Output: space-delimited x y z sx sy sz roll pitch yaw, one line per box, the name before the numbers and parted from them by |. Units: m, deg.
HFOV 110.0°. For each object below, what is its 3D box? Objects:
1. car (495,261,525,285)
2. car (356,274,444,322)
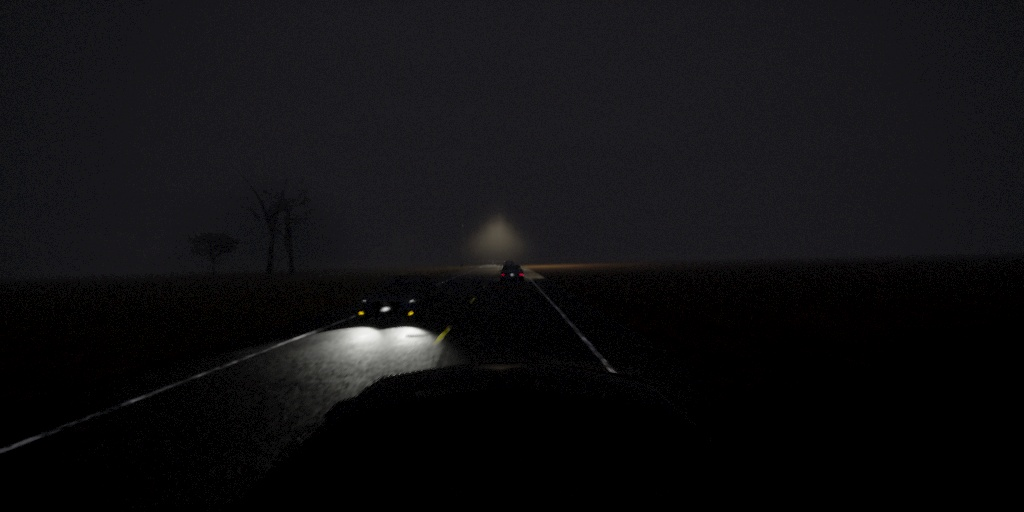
car | -0.007 1.332 26.872 2.033 1.411 5.357 0 0 0
car | -3.617 1.331 12.241 1.994 1.385 4.181 0 0 0
